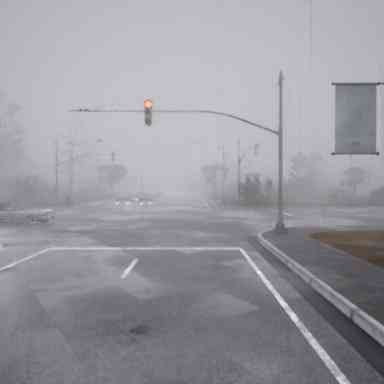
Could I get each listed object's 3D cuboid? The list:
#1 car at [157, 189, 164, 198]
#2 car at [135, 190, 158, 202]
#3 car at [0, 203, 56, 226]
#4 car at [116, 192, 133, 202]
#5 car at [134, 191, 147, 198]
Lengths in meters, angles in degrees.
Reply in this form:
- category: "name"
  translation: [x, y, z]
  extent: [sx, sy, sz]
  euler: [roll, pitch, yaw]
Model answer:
- category: "car"
  translation: [-6.820, 0.264, 67.809]
  extent: [2.097, 1.767, 4.553]
  euler: [0, 1, 0]
- category: "car"
  translation: [-6.938, 0.801, 51.446]
  extent: [2.033, 1.411, 5.357]
  euler: [0, 1, 0]
- category: "car"
  translation: [-10.772, 1.330, 19.918]
  extent: [4.718, 1.301, 1.895]
  euler: [0, 1, -3]
- category: "car"
  translation: [-10.436, 0.781, 51.447]
  extent: [1.812, 1.442, 4.674]
  euler: [0, 1, 0]
- category: "car"
  translation: [-10.316, 0.518, 67.464]
  extent: [1.895, 1.301, 4.718]
  euler: [0, 2, 0]
